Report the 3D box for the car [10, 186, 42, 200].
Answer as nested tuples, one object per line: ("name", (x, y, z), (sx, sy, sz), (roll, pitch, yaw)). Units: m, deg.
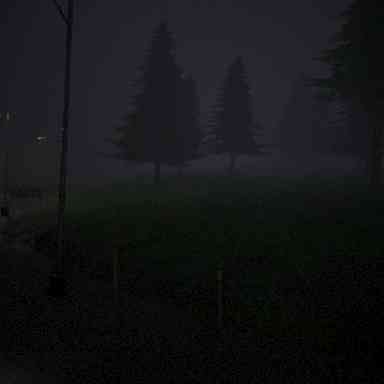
("car", (-19.533, 0.017, 39.413), (2.128, 1.511, 4.902), (3, 2, 0))
